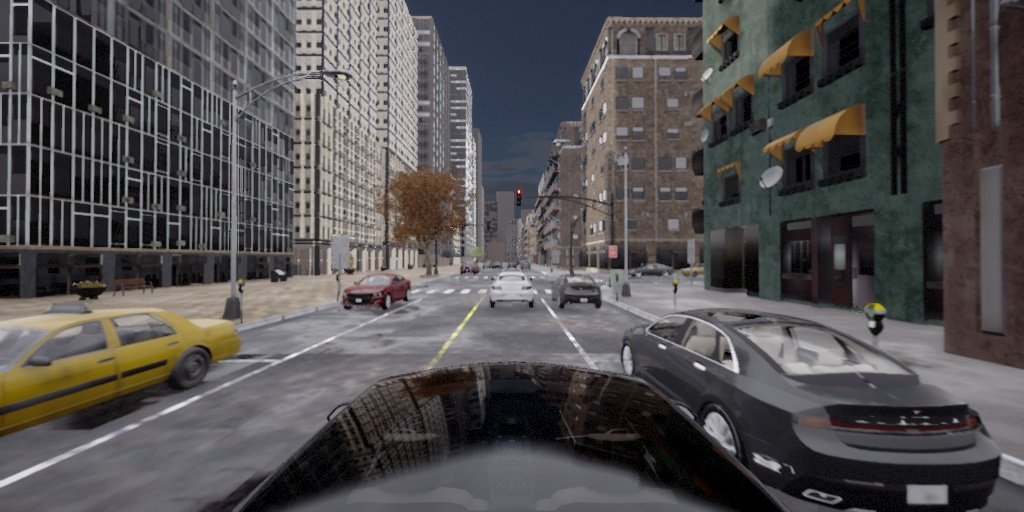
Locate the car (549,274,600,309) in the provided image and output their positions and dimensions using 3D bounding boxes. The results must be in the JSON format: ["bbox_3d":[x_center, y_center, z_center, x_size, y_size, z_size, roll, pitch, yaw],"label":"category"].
[{"bbox_3d":[2.686,1.431,15.564,2.007,1.370,4.403,0,0,0],"label":"car"}]

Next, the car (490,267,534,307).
[{"bbox_3d":[0.000,1.413,16.235,1.812,1.442,4.674,0,0,0],"label":"car"}]

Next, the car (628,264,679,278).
[{"bbox_3d":[13.426,1.412,34.984,4.403,1.370,2.007,0,0,-1],"label":"car"}]

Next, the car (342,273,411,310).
[{"bbox_3d":[-5.695,1.425,15.562,1.888,1.381,4.507,0,0,0],"label":"car"}]

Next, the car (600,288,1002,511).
[{"bbox_3d":[2.689,1.326,4.498,2.007,1.370,4.403,0,0,0],"label":"car"}]

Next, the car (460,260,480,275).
[{"bbox_3d":[-5.704,1.520,47.947,2.192,1.841,5.009,0,0,0],"label":"car"}]

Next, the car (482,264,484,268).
[{"bbox_3d":[-5.705,1.828,53.470,1.948,1.339,4.313,0,0,0],"label":"car"}]

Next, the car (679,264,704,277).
[{"bbox_3d":[18.823,1.310,35.041,4.829,1.417,1.751,0,0,-1],"label":"car"}]

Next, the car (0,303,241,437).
[{"bbox_3d":[-5.691,1.301,4.327,1.751,1.417,4.829,0,0,0],"label":"car"}]
